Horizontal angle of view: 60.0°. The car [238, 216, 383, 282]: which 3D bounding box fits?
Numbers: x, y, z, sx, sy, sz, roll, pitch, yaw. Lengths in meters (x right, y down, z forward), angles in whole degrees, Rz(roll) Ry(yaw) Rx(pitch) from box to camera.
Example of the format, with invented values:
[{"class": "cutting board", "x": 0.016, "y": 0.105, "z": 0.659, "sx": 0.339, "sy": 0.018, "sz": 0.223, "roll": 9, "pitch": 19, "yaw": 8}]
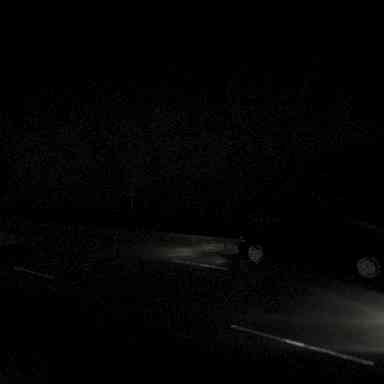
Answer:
[{"class": "car", "x": 3.780, "y": 1.465, "z": 9.893, "sx": 5.008, "sy": 1.535, "sz": 1.882, "roll": 0, "pitch": 0, "yaw": 36}]
